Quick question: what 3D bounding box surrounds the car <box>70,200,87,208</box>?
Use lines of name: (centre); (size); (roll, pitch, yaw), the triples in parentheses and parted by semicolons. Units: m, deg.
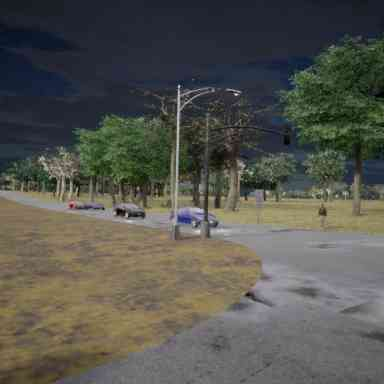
car: (-21.385, 2.309, 62.775); (1.994, 1.385, 4.181); (3, -2, -34)

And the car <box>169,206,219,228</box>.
car: (0.022, 1.768, 24.040); (1.812, 1.442, 4.674); (2, -2, -33)

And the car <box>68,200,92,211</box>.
car: (-17.051, 2.011, 49.739); (1.882, 1.535, 5.008); (3, -2, -33)

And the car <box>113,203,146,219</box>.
car: (-6.368, 1.856, 33.609); (1.882, 1.535, 5.008); (3, -1, -34)

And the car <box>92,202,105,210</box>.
car: (-15.826, 2.255, 54.465); (1.994, 1.385, 4.181); (3, -2, -35)

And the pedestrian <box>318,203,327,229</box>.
pedestrian: (9.300, 1.717, 23.824); (0.375, 1.860, 0.375); (1, -1, -34)
